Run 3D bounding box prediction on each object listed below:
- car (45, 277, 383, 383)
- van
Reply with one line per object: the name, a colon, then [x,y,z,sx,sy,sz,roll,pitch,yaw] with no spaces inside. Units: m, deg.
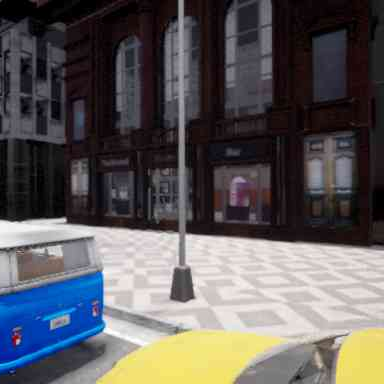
car: [1.300,1.526,2.033,4.829,1.417,1.752,-1,0,35]
van: [-3.152,1.391,5.207,3.998,1.788,1.690,-1,0,35]
